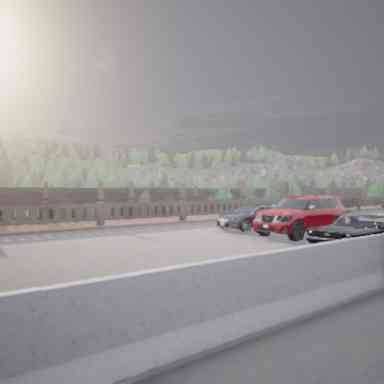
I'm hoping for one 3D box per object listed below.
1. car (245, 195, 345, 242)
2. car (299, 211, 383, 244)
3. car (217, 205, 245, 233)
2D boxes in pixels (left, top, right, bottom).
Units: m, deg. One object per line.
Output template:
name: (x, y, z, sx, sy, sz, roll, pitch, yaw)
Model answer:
car: (5.573, 1.202, 16.810, 5.566, 2.045, 2.150, 0, 0, -37)
car: (6.617, 1.581, 13.225, 4.718, 1.301, 1.895, 0, 0, -37)
car: (3.641, 1.474, 19.735, 4.902, 1.511, 2.128, 0, 0, -37)
